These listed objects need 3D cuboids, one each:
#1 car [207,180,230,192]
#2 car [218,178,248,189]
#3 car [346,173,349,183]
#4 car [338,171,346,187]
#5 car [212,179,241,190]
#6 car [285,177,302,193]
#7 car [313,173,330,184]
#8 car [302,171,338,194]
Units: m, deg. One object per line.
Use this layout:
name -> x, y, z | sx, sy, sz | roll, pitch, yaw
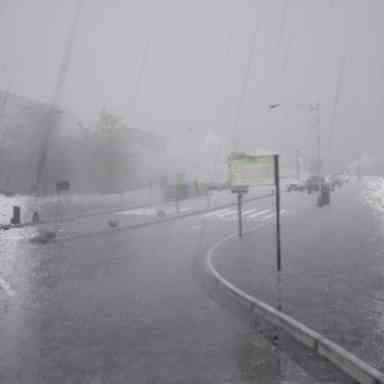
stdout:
car -> 2.828, -0.783, 50.880 | 4.792, 1.488, 2.163 | -3, 3, 11
car -> 7.220, -1.511, 58.557 | 5.008, 1.535, 2.097 | -3, 3, 9
car -> 24.881, -2.526, 55.716 | 2.150, 2.045, 5.566 | -1, 4, 27
car -> 20.001, -1.633, 46.842 | 2.097, 1.767, 4.553 | -1, 4, 29
car -> 5.789, -1.240, 55.992 | 4.674, 1.452, 2.002 | -3, 3, 10
car -> 13.036, -0.737, 40.859 | 1.812, 1.442, 4.674 | -1, 4, 31
car -> 22.406, -2.370, 57.449 | 2.097, 1.767, 4.553 | -1, 4, 27
car -> 14.580, -0.939, 37.639 | 2.150, 2.045, 5.566 | -1, 4, 33
